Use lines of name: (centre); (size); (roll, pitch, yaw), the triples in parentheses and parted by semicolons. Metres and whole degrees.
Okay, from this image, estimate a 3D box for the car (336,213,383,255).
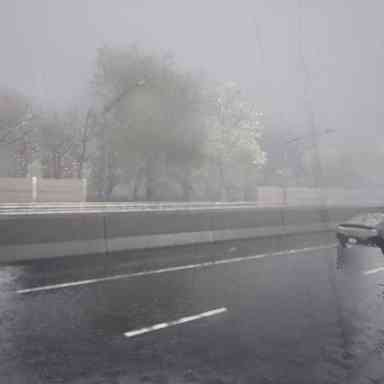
car: (7.994, 1.630, 13.856); (4.902, 1.511, 2.128); (1, 0, -35)
